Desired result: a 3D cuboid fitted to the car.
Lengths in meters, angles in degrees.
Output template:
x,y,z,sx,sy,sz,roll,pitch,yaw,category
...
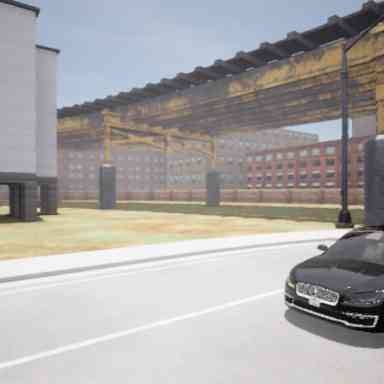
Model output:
x,y,z,sx,sy,sz,roll,pitch,yaw,category
3.893,1.476,6.620,4.892,1.490,1.837,0,0,-36,car
